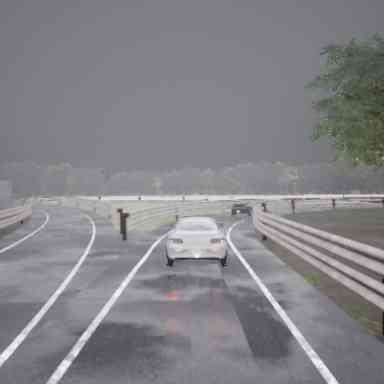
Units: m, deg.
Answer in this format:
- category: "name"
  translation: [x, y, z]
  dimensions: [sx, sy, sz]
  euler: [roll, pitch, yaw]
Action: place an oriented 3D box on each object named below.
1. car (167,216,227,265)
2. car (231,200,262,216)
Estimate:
- category: "car"
  translation: [0.166, 1.541, 11.519]
  dimensions: [1.812, 1.442, 4.674]
  euler: [-1, -1, 1]
- category: "car"
  translation: [5.383, 1.523, 32.464]
  dimensions: [1.837, 1.490, 4.892]
  euler: [-2, -1, 29]
